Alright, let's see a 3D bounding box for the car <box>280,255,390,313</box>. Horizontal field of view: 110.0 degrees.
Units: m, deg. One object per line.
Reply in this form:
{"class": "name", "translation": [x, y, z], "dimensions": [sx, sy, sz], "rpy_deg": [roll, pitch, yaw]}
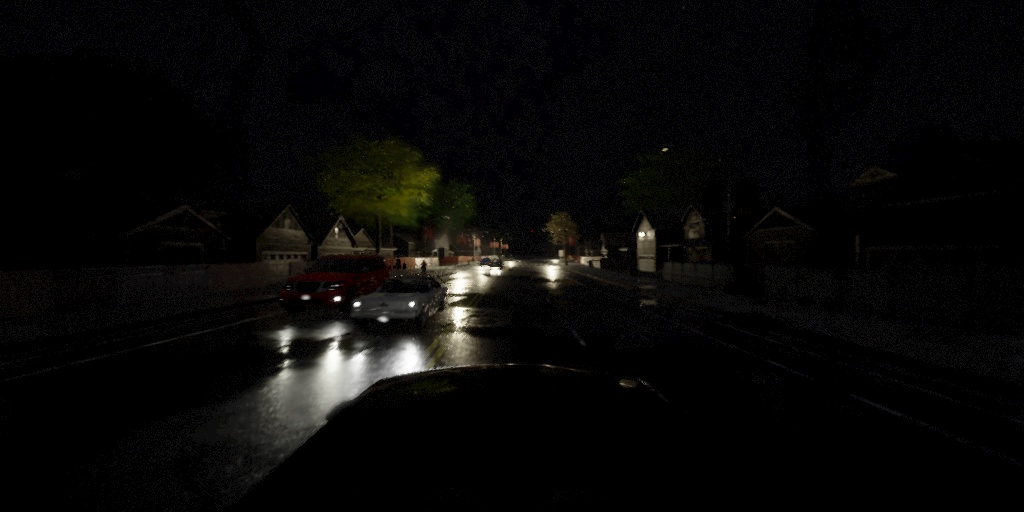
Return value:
{"class": "car", "translation": [-6.598, 0.965, 14.231], "dimensions": [2.150, 2.045, 5.566], "rpy_deg": [0, 0, 0]}

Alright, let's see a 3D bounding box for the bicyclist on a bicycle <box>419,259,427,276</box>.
{"class": "bicyclist on a bicycle", "translation": [-8.688, 1.137, 35.191], "dimensions": [0.866, 1.612, 1.509], "rpy_deg": [0, 0, 0]}

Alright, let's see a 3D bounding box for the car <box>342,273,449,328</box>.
{"class": "car", "translation": [-3.350, 1.346, 11.564], "dimensions": [1.895, 1.301, 4.718], "rpy_deg": [0, 0, 0]}

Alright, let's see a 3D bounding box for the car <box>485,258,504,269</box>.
{"class": "car", "translation": [-2.353, 1.124, 54.630], "dimensions": [2.128, 1.511, 4.902], "rpy_deg": [0, 0, 4]}
